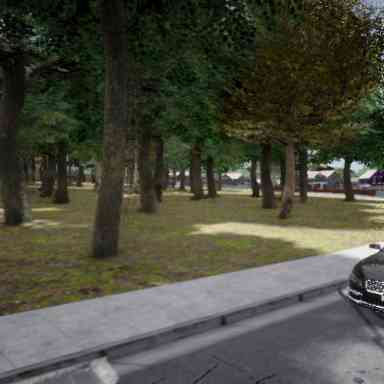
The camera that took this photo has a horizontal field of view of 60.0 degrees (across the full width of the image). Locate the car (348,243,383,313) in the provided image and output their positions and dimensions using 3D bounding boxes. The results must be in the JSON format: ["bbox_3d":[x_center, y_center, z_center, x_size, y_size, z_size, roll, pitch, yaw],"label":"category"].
[{"bbox_3d":[5.119,1.489,6.869,4.892,1.490,1.837,0,0,-37],"label":"car"}]
